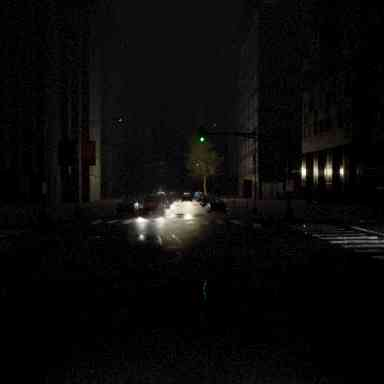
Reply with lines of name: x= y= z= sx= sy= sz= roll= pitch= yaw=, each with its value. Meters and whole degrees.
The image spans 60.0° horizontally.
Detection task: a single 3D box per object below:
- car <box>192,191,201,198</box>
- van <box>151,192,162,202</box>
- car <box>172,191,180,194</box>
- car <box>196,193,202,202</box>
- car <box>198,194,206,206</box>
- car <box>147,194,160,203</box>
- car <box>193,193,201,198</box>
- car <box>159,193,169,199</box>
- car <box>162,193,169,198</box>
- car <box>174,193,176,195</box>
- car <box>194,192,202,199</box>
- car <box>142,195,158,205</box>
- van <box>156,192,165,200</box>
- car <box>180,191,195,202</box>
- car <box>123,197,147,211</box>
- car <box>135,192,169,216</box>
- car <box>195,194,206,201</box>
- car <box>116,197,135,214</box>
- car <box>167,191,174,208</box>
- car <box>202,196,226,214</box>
car: x=1.280 y=0.738 z=95.598 sx=2.192 sy=1.841 sz=5.009 roll=0 pitch=0 yaw=-1
van: x=-6.700 y=0.927 z=62.626 sx=1.690 sy=1.788 sz=3.998 roll=0 pitch=0 yaw=-1
car: x=-3.979 y=0.717 z=65.314 sx=2.128 sy=1.511 sz=4.902 roll=0 pitch=0 yaw=-1
car: x=2.057 y=1.241 z=48.711 sx=2.008 sy=1.369 sz=4.403 roll=0 pitch=0 yaw=-1
car: x=2.147 y=1.268 z=43.267 sx=1.887 sy=1.381 sz=4.507 roll=0 pitch=0 yaw=-1
car: x=-6.607 y=1.144 z=57.045 sx=1.752 sy=1.417 sz=4.829 roll=0 pitch=0 yaw=-1
car: x=1.367 y=1.002 z=90.311 sx=2.008 sy=1.369 sz=4.403 roll=0 pitch=0 yaw=-1
car: x=-7.059 y=1.013 z=84.278 sx=2.008 sy=1.369 sz=4.403 roll=0 pitch=0 yaw=-1
car: x=-7.148 y=1.015 z=89.690 sx=1.802 sy=1.307 sz=4.206 roll=0 pitch=0 yaw=-1
car: x=-3.815 y=1.268 z=50.148 sx=1.895 sy=1.301 sz=4.718 roll=0 pitch=0 yaw=-1
car: x=1.893 y=1.182 z=58.581 sx=2.008 sy=1.369 sz=4.403 roll=0 pitch=0 yaw=-1
car: x=-6.521 y=1.216 z=51.803 sx=1.947 sy=1.339 sz=4.313 roll=0 pitch=0 yaw=-1
van: x=-6.879 y=0.865 z=73.452 sx=1.690 sy=1.788 sz=3.998 roll=0 pitch=0 yaw=-1
car: x=-0.911 y=1.087 z=61.193 sx=1.882 sy=1.535 sz=5.008 roll=0 pitch=0 yaw=-1
car: x=-6.279 y=1.289 z=37.234 sx=2.008 sy=1.369 sz=4.403 roll=0 pitch=0 yaw=-1
car: x=-3.459 y=1.146 z=29.528 sx=2.097 sy=1.767 sz=4.553 roll=0 pitch=0 yaw=-2
car: x=1.718 y=1.136 z=69.159 sx=1.947 sy=1.339 sz=4.313 roll=0 pitch=0 yaw=-1
car: x=-6.196 y=1.320 z=32.242 sx=2.008 sy=1.369 sz=4.403 roll=0 pitch=0 yaw=-1
car: x=-3.637 y=1.085 z=39.271 sx=2.097 sy=1.767 sz=4.553 roll=0 pitch=0 yaw=-1
car: x=2.328 y=1.341 z=32.380 sx=2.008 sy=1.369 sz=4.403 roll=0 pitch=0 yaw=-1
